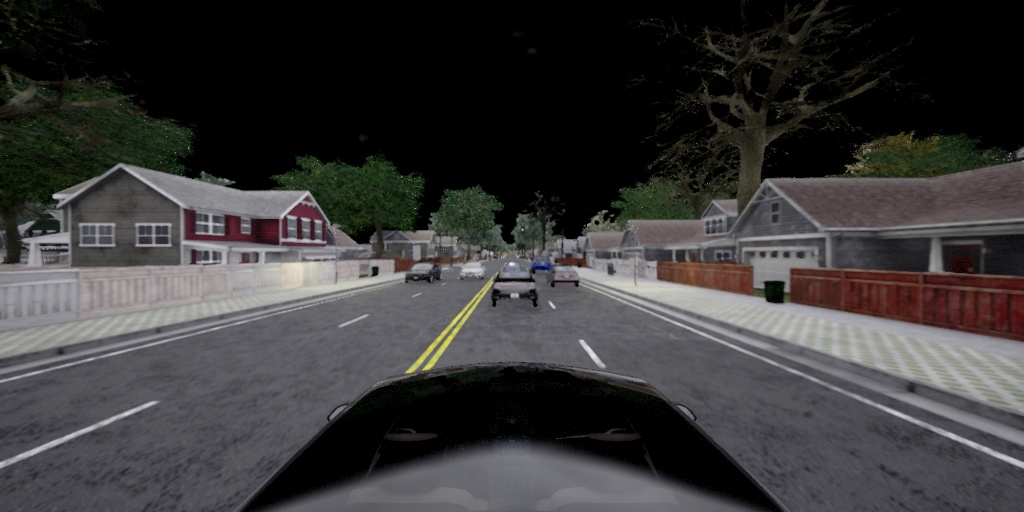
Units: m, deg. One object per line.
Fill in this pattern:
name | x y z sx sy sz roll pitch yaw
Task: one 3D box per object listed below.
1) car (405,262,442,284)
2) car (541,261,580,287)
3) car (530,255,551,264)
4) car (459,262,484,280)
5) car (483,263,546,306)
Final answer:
car | -6.559 1.220 26.995 1.882 1.535 5.008 0 0 0
car | 3.368 1.292 24.592 2.033 1.411 5.357 0 0 0
car | 3.332 0.958 40.961 2.150 2.045 5.566 0 0 1
car | -3.279 1.267 30.671 1.812 1.442 4.674 0 0 0
car | 0.107 1.239 15.634 2.128 1.511 4.902 0 0 0
